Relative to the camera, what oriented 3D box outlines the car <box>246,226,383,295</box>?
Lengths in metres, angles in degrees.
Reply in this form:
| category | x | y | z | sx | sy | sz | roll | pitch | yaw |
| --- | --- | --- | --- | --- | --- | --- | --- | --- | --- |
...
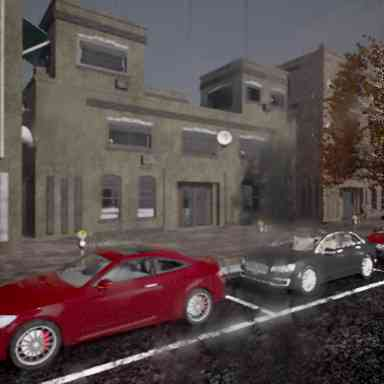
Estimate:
| category | x | y | z | sx | sy | sz | roll | pitch | yaw |
| --- | --- | --- | --- | --- | --- | --- | --- | --- | --- |
| car | 3.232 | 1.641 | 8.872 | 4.403 | 1.369 | 2.008 | 1 | -1 | -36 |

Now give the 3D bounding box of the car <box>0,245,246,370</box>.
| category | x | y | z | sx | sy | sz | roll | pitch | yaw |
| --- | --- | --- | --- | --- | --- | --- | --- | --- | --- |
| car | -1.284 | 1.607 | 5.648 | 4.206 | 1.307 | 1.802 | 1 | -1 | -36 |
